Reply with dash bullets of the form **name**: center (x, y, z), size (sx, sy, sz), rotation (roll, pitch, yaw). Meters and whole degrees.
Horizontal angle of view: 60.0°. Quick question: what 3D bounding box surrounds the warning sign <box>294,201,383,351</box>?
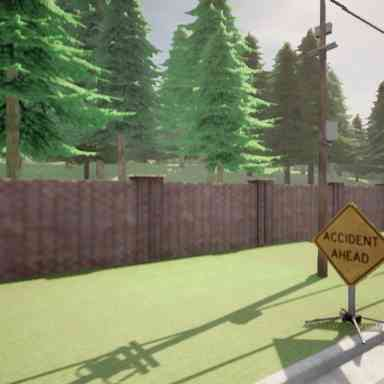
- **warning sign**: center (2.425, 1.087, 5.046), size (1.060, 1.860, 1.300), rotation (0, 0, -36)
